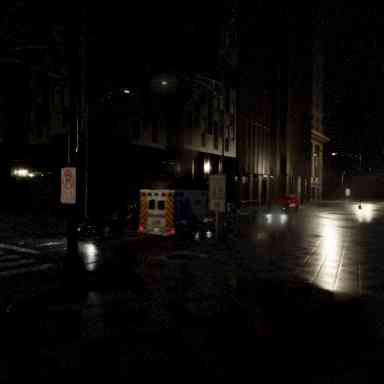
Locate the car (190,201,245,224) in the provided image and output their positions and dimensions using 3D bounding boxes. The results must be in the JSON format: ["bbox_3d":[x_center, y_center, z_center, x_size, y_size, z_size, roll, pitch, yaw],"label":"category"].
[{"bbox_3d":[2.137,1.575,26.572,2.128,1.511,4.902,1,0,35],"label":"car"}]

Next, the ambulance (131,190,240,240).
[{"bbox_3d":[-0.023,1.128,18.145,2.351,2.431,6.366,1,0,35],"label":"ambulance"}]

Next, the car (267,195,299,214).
[{"bbox_3d":[10.725,1.349,38.681,2.150,2.045,5.566,1,0,36],"label":"car"}]

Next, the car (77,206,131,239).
[{"bbox_3d":[-4.039,1.551,17.852,1.837,1.490,4.892,1,0,34],"label":"car"}]
